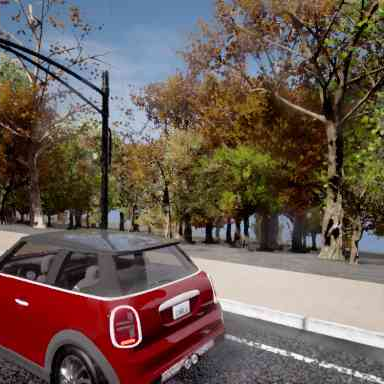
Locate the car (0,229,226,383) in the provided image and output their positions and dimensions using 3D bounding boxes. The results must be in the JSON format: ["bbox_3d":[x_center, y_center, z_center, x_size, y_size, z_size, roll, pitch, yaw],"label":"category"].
[{"bbox_3d":[-1.848,1.351,5.004,4.553,1.767,2.097,0,0,36],"label":"car"}]
